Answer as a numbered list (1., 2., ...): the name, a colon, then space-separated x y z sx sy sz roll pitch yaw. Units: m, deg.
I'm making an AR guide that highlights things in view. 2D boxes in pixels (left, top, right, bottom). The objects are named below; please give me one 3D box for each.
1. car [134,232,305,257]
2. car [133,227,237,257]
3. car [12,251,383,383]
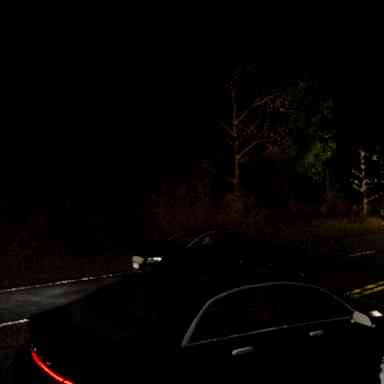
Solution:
1. car: 1.137 1.937 8.497 4.674 1.442 1.812 0 -3 -35
2. car: 0.248 2.055 11.822 4.902 1.511 2.128 0 -3 -35
3. car: 0.671 1.630 3.905 4.892 1.490 1.837 6 -6 -35
